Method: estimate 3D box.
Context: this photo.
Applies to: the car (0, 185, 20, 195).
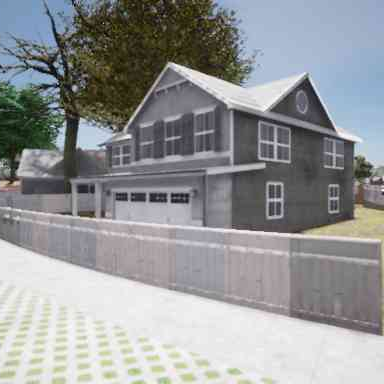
[{"bbox_3d":[-33.558,-0.259,61.325,2.150,2.045,5.566,0,2,1],"label":"car"}]
